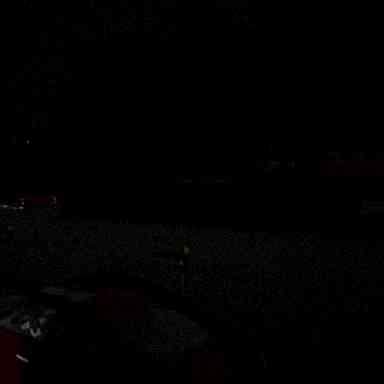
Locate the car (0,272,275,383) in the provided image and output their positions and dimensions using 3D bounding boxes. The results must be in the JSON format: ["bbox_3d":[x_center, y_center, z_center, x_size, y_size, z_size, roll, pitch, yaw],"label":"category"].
[{"bbox_3d":[-1.211,1.589,3.665,4.206,1.307,1.802,0,1,36],"label":"car"}]

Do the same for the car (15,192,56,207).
[{"bbox_3d":[-19.203,0.862,40.957,2.097,1.767,4.553,1,2,35],"label":"car"}]
